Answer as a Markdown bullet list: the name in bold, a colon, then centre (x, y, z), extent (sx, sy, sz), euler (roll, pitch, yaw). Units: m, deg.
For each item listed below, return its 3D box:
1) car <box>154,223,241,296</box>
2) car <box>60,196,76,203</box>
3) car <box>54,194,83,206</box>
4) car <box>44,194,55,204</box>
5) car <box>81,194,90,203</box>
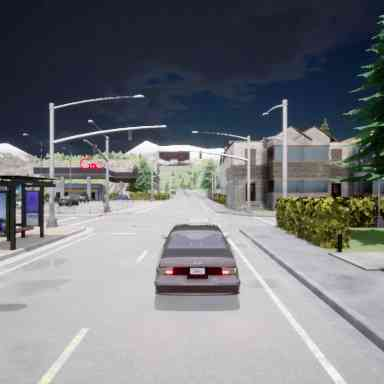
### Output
- **car**: centre (0.105, 1.547, 8.822), extent (2.033, 1.411, 5.357), euler (0, 0, 0)
- **car**: centre (-25.910, 1.552, 69.504), extent (1.970, 1.475, 3.806), euler (0, 0, 0)
- **car**: centre (-18.891, 1.489, 51.029), extent (2.007, 1.523, 4.514), euler (0, 0, 0)
- **car**: centre (-25.854, 1.289, 61.025), extent (1.932, 1.855, 4.605), euler (0, 0, 0)
- **car**: centre (-22.584, 1.268, 68.900), extent (1.905, 1.878, 3.866), euler (0, 0, 0)
